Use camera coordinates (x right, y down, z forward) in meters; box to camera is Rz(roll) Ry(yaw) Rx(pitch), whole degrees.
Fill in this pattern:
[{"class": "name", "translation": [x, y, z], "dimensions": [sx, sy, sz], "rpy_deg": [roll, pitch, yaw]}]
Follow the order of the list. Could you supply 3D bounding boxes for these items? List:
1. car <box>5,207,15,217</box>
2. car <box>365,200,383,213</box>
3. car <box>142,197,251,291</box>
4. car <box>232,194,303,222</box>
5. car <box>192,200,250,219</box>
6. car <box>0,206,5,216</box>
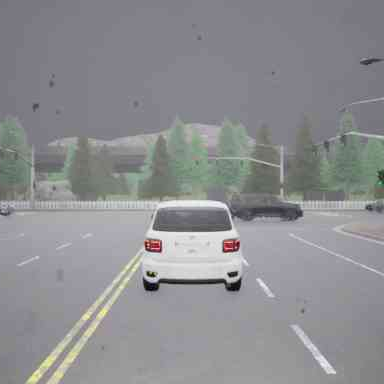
[{"class": "car", "translation": [-18.037, 1.545, 28.771], "dimensions": [4.718, 1.301, 1.895], "rpy_deg": [0, 0, 0]}, {"class": "car", "translation": [21.209, 1.508, 36.156], "dimensions": [4.181, 1.385, 1.994], "rpy_deg": [0, 0, 0]}, {"class": "car", "translation": [0.008, 1.221, 9.127], "dimensions": [2.150, 2.045, 5.566], "rpy_deg": [0, 0, 0]}, {"class": "car", "translation": [5.523, 1.198, 25.397], "dimensions": [5.566, 2.045, 2.150], "rpy_deg": [0, 0, 0]}, {"class": "car", "translation": [2.444, 1.472, 28.884], "dimensions": [4.892, 1.490, 1.837], "rpy_deg": [0, 0, 0]}, {"class": "car", "translation": [-16.908, 1.508, 25.009], "dimensions": [4.181, 1.385, 1.994], "rpy_deg": [0, 0, 4]}]
